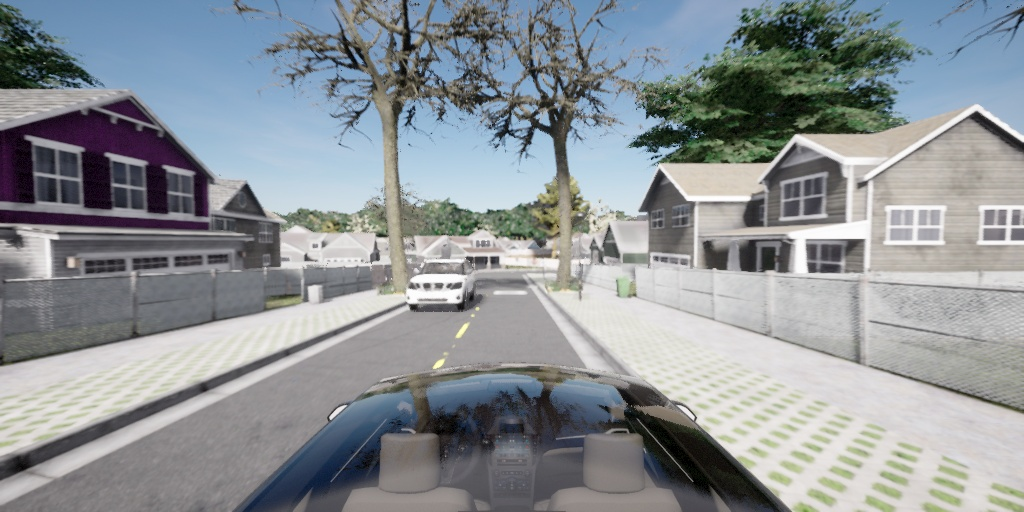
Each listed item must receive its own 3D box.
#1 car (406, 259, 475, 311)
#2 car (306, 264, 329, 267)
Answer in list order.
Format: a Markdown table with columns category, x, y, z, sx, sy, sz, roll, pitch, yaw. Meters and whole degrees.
| category | x | y | z | sx | sy | sz | roll | pitch | yaw |
| --- | --- | --- | --- | --- | --- | --- | --- | --- | --- |
| car | -2.865 | 1.123 | 15.659 | 2.150 | 2.045 | 5.566 | 0 | -1 | 0 |
| car | -23.182 | 1.761 | 44.104 | 4.553 | 1.767 | 2.097 | 0 | 2 | -13 |
